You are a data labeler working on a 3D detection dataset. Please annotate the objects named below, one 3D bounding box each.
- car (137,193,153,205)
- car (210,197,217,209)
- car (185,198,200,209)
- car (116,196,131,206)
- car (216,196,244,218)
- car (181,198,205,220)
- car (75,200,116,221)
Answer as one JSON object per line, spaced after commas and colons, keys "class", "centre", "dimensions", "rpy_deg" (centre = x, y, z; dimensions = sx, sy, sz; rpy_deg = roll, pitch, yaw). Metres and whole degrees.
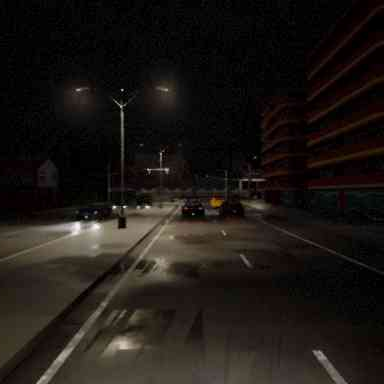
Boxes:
{"class": "car", "centre": [-8.028, 1.208, 57.110], "dimensions": [2.150, 2.045, 5.566], "rpy_deg": [0, 0, 0]}
{"class": "car", "centre": [3.581, 1.464, 45.948], "dimensions": [1.882, 1.535, 5.008], "rpy_deg": [0, 0, 0]}
{"class": "car", "centre": [0.057, 1.550, 44.757], "dimensions": [1.994, 1.385, 4.181], "rpy_deg": [0, 0, 0]}
{"class": "car", "centre": [-11.545, 1.460, 55.545], "dimensions": [1.882, 1.535, 5.008], "rpy_deg": [0, 0, 1]}
{"class": "car", "centre": [3.591, 1.468, 30.618], "dimensions": [1.882, 1.535, 5.008], "rpy_deg": [0, 0, 0]}
{"class": "car", "centre": [0.091, 1.484, 27.911], "dimensions": [2.128, 1.511, 4.902], "rpy_deg": [0, 0, 0]}
{"class": "car", "centre": [-8.032, 1.592, 27.526], "dimensions": [1.895, 1.301, 4.718], "rpy_deg": [0, 0, 0]}
